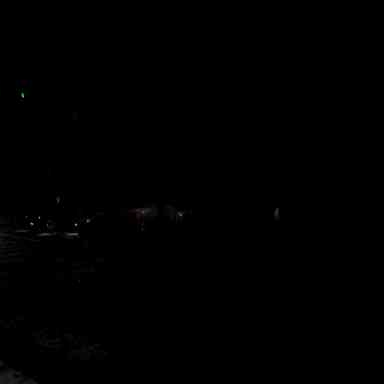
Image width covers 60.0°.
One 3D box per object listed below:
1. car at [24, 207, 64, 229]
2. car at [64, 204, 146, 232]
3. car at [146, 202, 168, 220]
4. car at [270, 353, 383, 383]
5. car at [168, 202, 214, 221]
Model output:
[{"bbox_3d":[-8.576,1.653,22.254,1.895,1.301,4.718,1,0,35],"label":"car"},{"bbox_3d":[-5.362,1.633,21.163,1.812,1.442,4.674,1,0,35],"label":"car"},{"bbox_3d":[-3.439,1.653,29.511,1.812,1.442,4.674,1,0,35],"label":"car"},{"bbox_3d":[2.374,1.545,1.267,4.507,1.381,1.887,0,1,35],"label":"car"},{"bbox_3d":[0.502,1.686,29.452,2.128,1.511,4.902,1,0,35],"label":"car"}]
